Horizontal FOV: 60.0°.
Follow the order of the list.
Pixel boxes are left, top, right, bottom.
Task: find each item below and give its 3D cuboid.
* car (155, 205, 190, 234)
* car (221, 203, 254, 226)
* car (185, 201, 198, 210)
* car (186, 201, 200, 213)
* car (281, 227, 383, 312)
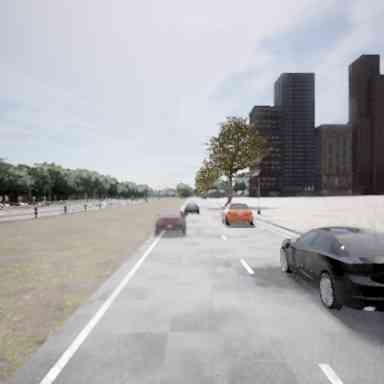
[{"bbox_3d":[-1.244,1.773,20.828,1.812,1.442,4.674,0,-1,0],"label":"car"},{"bbox_3d":[3.577,1.676,26.845,2.097,1.767,4.553,0,-1,0],"label":"car"},{"bbox_3d":[-0.051,2.266,57.033,2.033,1.411,5.357,0,-1,0],"label":"car"},{"bbox_3d":[0.020,2.129,44.567,1.994,1.385,4.181,0,-1,0],"label":"car"},{"bbox_3d":[3.593,1.570,8.024,1.882,1.535,5.008,0,-1,0],"label":"car"}]
